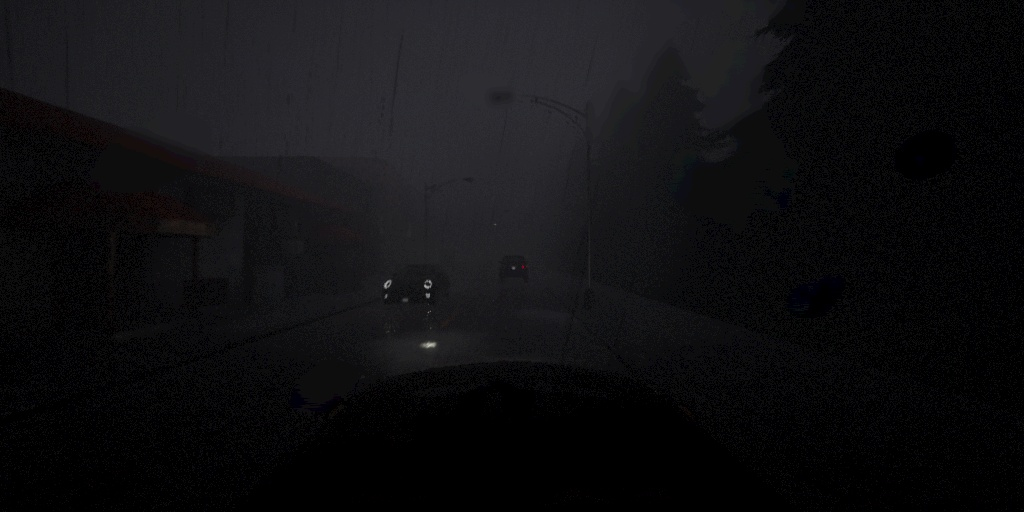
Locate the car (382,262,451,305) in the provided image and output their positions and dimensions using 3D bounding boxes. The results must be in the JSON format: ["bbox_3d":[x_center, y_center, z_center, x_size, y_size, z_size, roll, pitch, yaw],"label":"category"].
[{"bbox_3d":[-4.088,1.103,15.973,2.097,1.767,4.553,0,0,0],"label":"car"}]

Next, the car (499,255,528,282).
[{"bbox_3d":[0.127,0.970,28.798,2.150,2.045,5.566,0,0,0],"label":"car"}]

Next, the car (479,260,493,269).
[{"bbox_3d":[-3.971,1.297,54.923,2.033,1.411,5.357,0,0,1],"label":"car"}]
